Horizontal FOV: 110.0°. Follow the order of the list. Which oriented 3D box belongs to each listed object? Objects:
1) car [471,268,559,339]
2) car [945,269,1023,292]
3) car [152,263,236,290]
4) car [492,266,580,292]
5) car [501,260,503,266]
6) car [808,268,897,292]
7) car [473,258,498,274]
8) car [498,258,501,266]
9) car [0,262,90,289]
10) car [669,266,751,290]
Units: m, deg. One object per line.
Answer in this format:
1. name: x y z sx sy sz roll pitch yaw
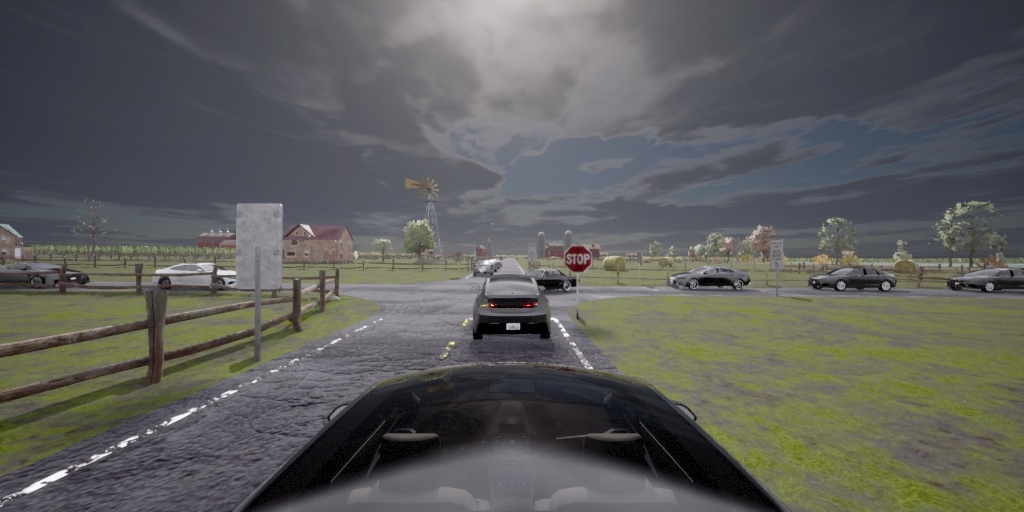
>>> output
1. car: -0.074 1.256 10.054 1.837 1.490 4.892 0 0 -2
2. car: 31.702 1.587 23.622 4.892 1.490 1.837 1 -1 -1
3. car: -17.244 1.103 20.010 4.674 1.442 1.812 1 -1 -1
4. car: 1.499 1.369 20.100 4.718 1.301 1.895 1 0 -35
5. car: -2.823 1.240 55.729 2.128 1.511 4.902 0 0 0
6. car: 22.199 1.499 23.501 4.892 1.490 1.837 1 -1 -1
7. car: -2.861 1.243 36.741 2.128 1.511 4.902 0 0 0
8. car: -2.854 1.241 46.187 2.128 1.511 4.902 0 0 0
9. car: -26.364 1.048 19.888 4.181 1.385 1.994 1 -1 -1
10. car: 12.797 1.397 23.329 4.902 1.511 2.128 1 -1 -2
